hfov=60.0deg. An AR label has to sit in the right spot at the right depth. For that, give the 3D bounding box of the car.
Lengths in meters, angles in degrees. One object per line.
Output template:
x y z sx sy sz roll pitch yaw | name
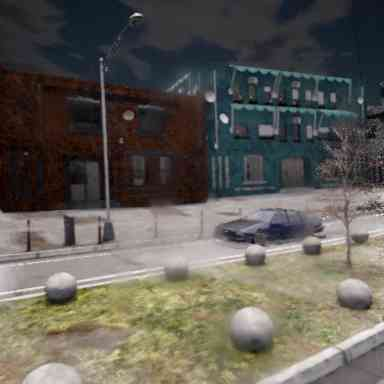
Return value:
3.502 1.437 14.488 5.357 1.411 2.033 -1 0 -34 | car
